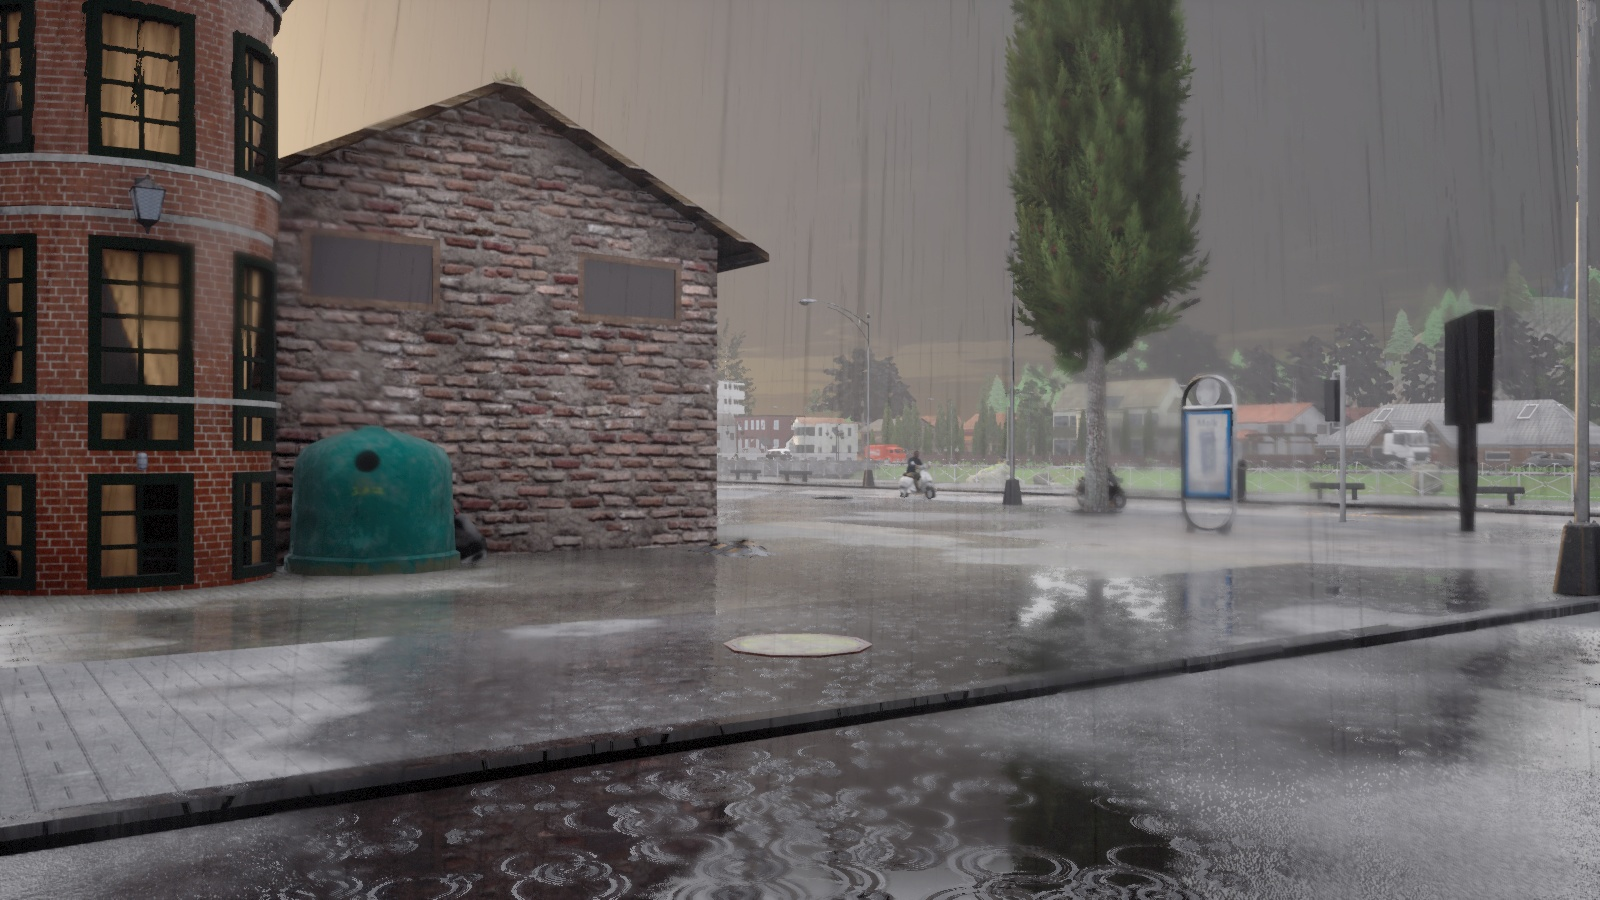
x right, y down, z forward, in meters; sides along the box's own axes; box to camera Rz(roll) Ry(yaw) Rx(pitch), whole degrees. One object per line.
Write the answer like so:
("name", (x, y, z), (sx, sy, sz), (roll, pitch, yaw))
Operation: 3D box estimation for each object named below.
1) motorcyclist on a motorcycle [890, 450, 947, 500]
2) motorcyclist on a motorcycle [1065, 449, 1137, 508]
("motorcyclist on a motorcycle", (3.871, 0.791, 41.130), (0.866, 1.590, 1.817), (0, 0, -35))
("motorcyclist on a motorcycle", (8.313, 0.766, 34.761), (0.866, 1.590, 1.817), (0, 0, -35))
